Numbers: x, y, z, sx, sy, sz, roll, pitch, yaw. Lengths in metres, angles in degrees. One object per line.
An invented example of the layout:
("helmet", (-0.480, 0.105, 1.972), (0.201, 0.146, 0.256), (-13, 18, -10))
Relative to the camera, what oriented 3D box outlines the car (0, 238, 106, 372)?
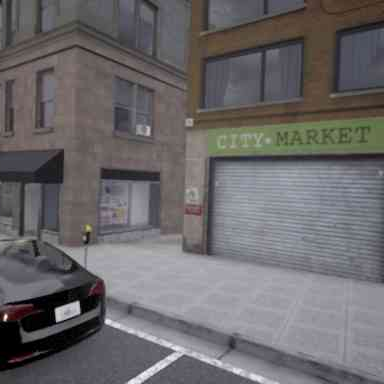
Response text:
("car", (-3.184, 1.398, 5.172), (4.313, 1.339, 1.947), (2, 2, 35))
